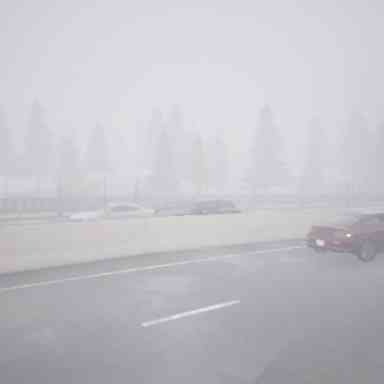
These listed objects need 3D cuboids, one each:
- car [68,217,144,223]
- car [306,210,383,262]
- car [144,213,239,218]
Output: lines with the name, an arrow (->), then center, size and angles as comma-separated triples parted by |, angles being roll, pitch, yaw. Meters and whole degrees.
car -> -4.122, 1.310, 17.759 | 4.674, 1.442, 1.812 | -1, 1, -31
car -> 5.932, 1.354, 11.239 | 4.674, 1.442, 1.812 | -1, 1, -29
car -> 0.303, 1.137, 16.314 | 4.553, 1.767, 2.097 | -1, 1, -29
